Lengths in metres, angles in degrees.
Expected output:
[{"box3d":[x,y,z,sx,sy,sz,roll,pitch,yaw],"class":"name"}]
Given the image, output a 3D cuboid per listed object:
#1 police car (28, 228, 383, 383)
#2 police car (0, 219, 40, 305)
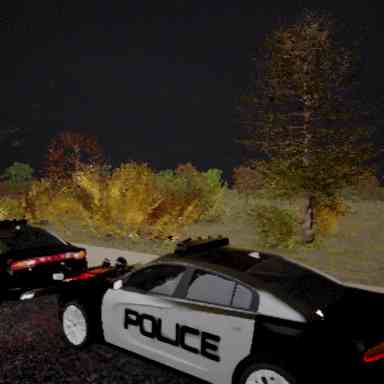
[{"box3d":[0.026,1.473,4.737,5.238,1.638,1.930,0,-1,36],"class":"police car"},{"box3d":[-4.746,1.503,8.237,5.238,1.638,1.930,0,-1,37],"class":"police car"}]
